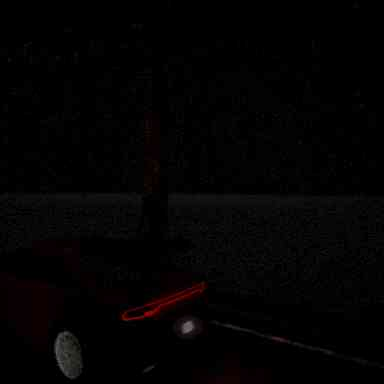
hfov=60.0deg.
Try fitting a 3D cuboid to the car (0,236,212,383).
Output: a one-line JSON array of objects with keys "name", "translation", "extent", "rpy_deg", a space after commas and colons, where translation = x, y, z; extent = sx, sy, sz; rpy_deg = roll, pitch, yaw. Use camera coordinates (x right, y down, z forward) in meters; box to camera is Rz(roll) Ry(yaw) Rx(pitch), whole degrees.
[{"name": "car", "translation": [-2.061, 1.481, 5.464], "extent": [5.008, 1.535, 1.882], "rpy_deg": [0, 0, 36]}]
